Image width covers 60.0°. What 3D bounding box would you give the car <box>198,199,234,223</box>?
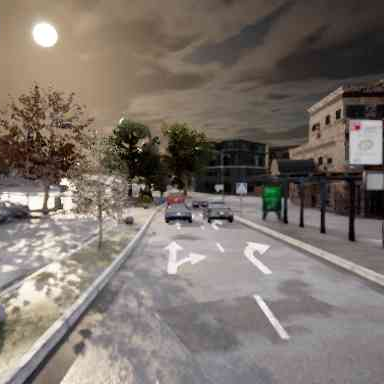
[{"bbox_3d":[1.855,1.470,24.832,2.033,1.411,5.357,0,0,-4],"label":"car"}]

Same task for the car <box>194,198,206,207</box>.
[{"bbox_3d":[1.042,1.405,41.808,1.895,1.301,4.718,0,1,-1],"label":"car"}]

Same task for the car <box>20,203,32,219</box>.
[{"bbox_3d":[-15.008,1.414,25.576,4.892,1.521,2.231,0,0,-4],"label":"car"}]

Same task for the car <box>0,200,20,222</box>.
[{"bbox_3d":[-14.833,1.305,22.825,4.553,1.767,2.185,0,0,-4],"label":"car"}]

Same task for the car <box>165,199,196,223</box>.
[{"bbox_3d":[-1.060,1.491,25.239,1.994,1.385,4.181,0,0,-4],"label":"car"}]

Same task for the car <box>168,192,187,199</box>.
[{"bbox_3d":[-1.833,1.033,41.456,2.150,2.045,5.566,0,1,-1],"label":"car"}]
